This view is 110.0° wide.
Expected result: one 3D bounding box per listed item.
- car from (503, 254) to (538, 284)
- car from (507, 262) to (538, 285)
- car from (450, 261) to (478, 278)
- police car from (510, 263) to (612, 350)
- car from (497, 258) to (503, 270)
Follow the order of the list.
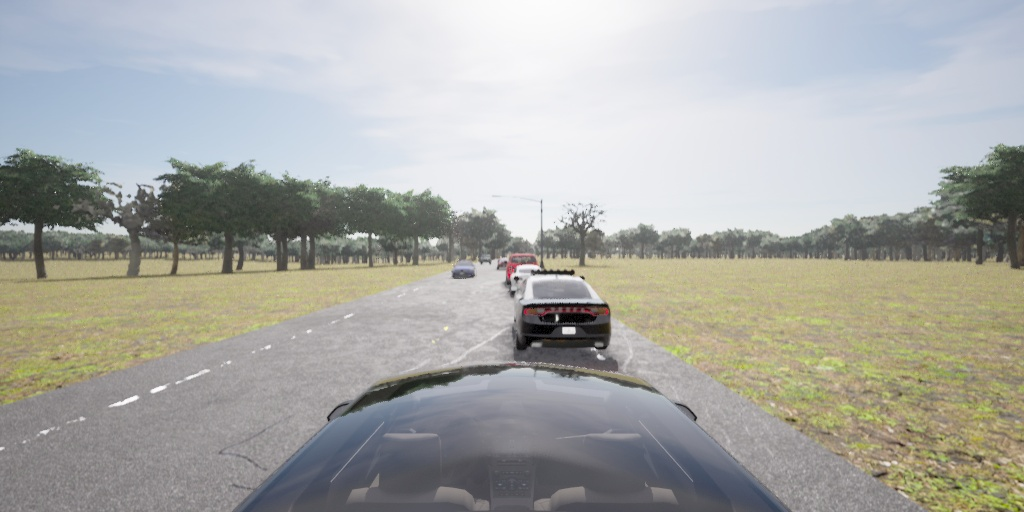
[{"bbox_3d":[0.666,0.883,25.086,2.150,2.045,5.566,0,0,-2],"label":"car"},{"bbox_3d":[0.836,1.208,19.040,1.812,1.442,4.674,0,0,-1],"label":"car"},{"bbox_3d":[-4.194,1.161,31.878,1.812,1.442,4.674,0,0,-1],"label":"car"},{"bbox_3d":[1.009,1.145,9.113,1.930,1.638,5.238,0,0,-1],"label":"police car"},{"bbox_3d":[-1.074,1.105,49.195,1.812,1.442,4.674,0,0,-1],"label":"car"}]
